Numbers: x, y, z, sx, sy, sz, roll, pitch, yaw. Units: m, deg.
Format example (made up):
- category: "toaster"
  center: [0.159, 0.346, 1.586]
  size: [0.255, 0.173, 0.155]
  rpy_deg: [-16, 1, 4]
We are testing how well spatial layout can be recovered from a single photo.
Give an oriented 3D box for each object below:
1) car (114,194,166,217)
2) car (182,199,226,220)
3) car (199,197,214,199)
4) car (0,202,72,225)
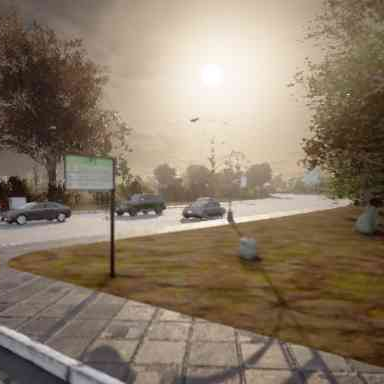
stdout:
- category: "car"
  center: [-4.926, 1.181, 31.802]
  size: [2.150, 2.045, 5.566]
  rpy_deg: [0, 0, 38]
- category: "car"
  center: [1.067, 1.533, 27.751]
  size: [1.994, 1.385, 4.181]
  rpy_deg: [0, 0, 38]
- category: "car"
  center: [1.492, 1.432, 40.009]
  size: [1.837, 1.490, 4.892]
  rpy_deg: [0, 0, 37]
- category: "car"
  center: [-11.174, 1.474, 23.981]
  size: [1.837, 1.490, 4.892]
  rpy_deg: [0, 0, 39]
